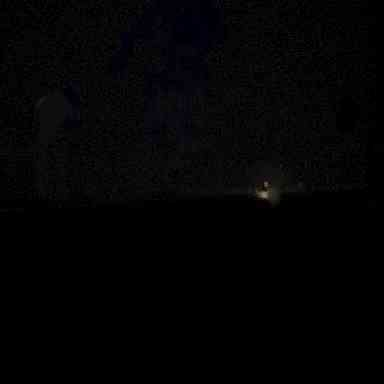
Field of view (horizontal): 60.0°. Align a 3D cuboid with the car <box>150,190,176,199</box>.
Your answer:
[{"bbox_3d":[-5.033,0.411,59.350,2.033,1.411,5.357,-2,1,36],"label":"car"}]
